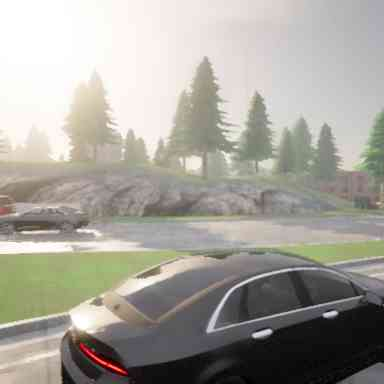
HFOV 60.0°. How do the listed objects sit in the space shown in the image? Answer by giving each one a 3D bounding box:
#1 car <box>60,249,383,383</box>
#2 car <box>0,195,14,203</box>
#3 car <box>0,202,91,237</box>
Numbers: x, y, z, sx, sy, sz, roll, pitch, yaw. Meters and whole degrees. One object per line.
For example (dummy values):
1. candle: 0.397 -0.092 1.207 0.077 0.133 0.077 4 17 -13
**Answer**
1. car: 0.955 1.509 4.222 4.892 1.490 1.837 0 0 -33
2. car: -13.837 1.227 20.551 5.566 2.045 2.150 0 0 -6
3. car: -7.973 1.500 17.758 4.902 1.511 2.128 0 0 -7
